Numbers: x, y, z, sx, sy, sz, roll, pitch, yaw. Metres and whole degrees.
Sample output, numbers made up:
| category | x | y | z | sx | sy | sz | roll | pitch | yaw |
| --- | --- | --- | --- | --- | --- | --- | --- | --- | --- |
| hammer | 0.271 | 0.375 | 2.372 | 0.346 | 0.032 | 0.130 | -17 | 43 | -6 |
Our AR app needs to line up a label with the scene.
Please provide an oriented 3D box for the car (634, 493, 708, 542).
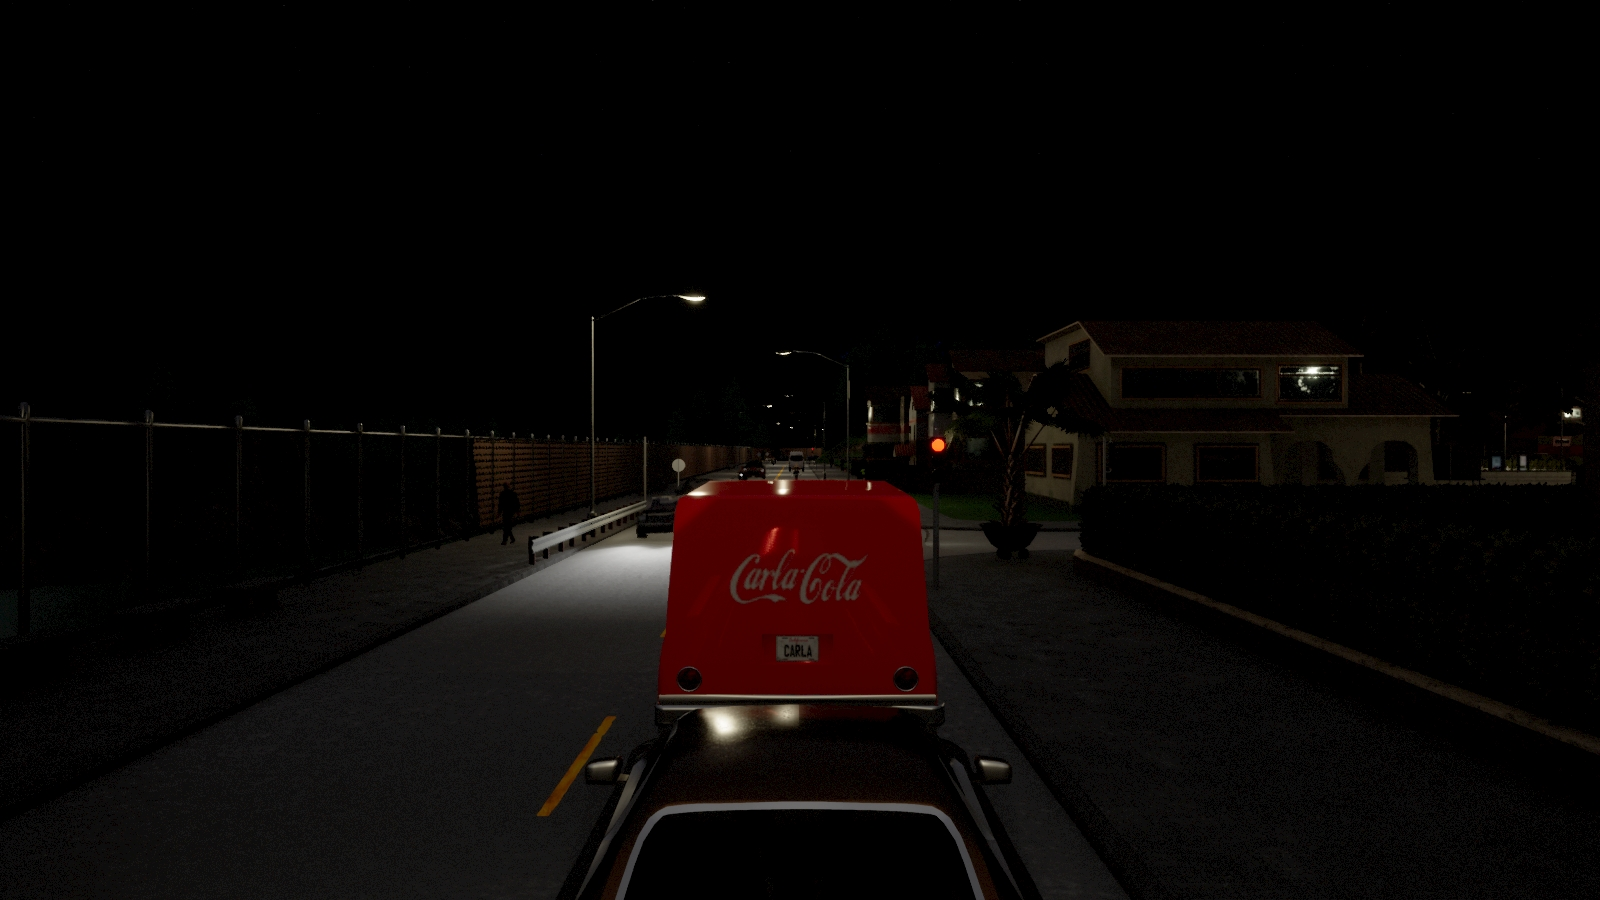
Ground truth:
| category | x | y | z | sx | sy | sz | roll | pitch | yaw |
| --- | --- | --- | --- | --- | --- | --- | --- | --- | --- |
| car | -4.103 | 2.142 | 37.062 | 1.895 | 1.301 | 4.718 | 0 | 0 | 0 |

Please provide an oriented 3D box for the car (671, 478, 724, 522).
| category | x | y | z | sx | sy | sz | roll | pitch | yaw |
| --- | --- | --- | --- | --- | --- | --- | --- | --- | --- |
| car | -4.127 | 1.983 | 46.480 | 1.851 | 1.617 | 3.988 | 0 | 0 | 0 |

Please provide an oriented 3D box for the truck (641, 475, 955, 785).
| category | x | y | z | sx | sy | sz | roll | pitch | yaw |
| --- | --- | --- | --- | --- | --- | --- | --- | --- | --- |
| truck | -0.025 | 1.564 | 12.158 | 2.627 | 2.467 | 5.204 | 0 | 0 | 0 |

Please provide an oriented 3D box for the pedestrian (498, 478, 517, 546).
| category | x | y | z | sx | sy | sz | roll | pitch | yaw |
| --- | --- | --- | --- | --- | --- | --- | --- | --- | --- |
| pedestrian | -8.199 | 1.733 | 32.002 | 0.375 | 1.860 | 0.375 | 0 | 0 | 14 |

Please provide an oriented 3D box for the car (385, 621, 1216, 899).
| category | x | y | z | sx | sy | sz | roll | pitch | yaw |
| --- | --- | --- | --- | --- | --- | --- | --- | --- | --- |
| car | -0.006 | 1.989 | 5.238 | 2.152 | 1.651 | 5.027 | 0 | 0 | 0 |
